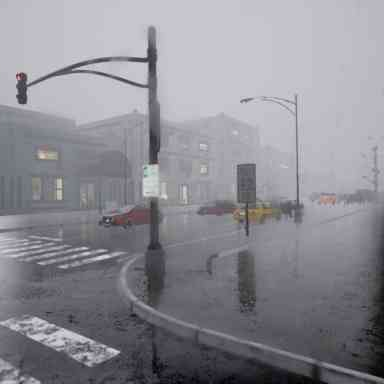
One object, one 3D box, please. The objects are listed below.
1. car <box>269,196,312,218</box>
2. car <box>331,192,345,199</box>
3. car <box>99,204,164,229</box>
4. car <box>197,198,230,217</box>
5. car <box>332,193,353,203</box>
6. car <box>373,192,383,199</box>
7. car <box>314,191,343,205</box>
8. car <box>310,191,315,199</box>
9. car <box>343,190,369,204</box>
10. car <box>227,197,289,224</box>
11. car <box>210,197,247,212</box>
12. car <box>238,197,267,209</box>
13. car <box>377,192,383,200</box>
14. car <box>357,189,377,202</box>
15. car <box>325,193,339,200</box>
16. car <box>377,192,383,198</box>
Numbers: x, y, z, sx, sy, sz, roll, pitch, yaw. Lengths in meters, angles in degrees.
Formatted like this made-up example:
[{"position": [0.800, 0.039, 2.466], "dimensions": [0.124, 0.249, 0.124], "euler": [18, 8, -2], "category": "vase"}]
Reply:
[{"position": [7.584, 1.217, 26.141], "dimensions": [2.008, 1.369, 4.403], "euler": [-1, 0, 36], "category": "car"}, {"position": [33.309, 0.743, 75.839], "dimensions": [1.967, 1.590, 4.097], "euler": [-1, 0, 36], "category": "car"}, {"position": [-3.650, 1.438, 20.531], "dimensions": [1.994, 1.385, 4.181], "euler": [-1, 0, 36], "category": "car"}, {"position": [2.207, 1.344, 28.594], "dimensions": [1.994, 1.385, 4.181], "euler": [-1, 0, 36], "category": "car"}, {"position": [24.502, 0.901, 53.873], "dimensions": [2.128, 1.511, 4.902], "euler": [-1, 0, 36], "category": "car"}, {"position": [40.089, 0.720, 70.915], "dimensions": [1.947, 1.339, 4.313], "euler": [-1, 0, 36], "category": "car"}, {"position": [19.258, 0.845, 46.649], "dimensions": [2.097, 1.767, 4.553], "euler": [-1, 0, 35], "category": "car"}, {"position": [23.555, 0.769, 62.407], "dimensions": [2.192, 1.841, 5.009], "euler": [-1, 0, 36], "category": "car"}, {"position": [22.886, 0.924, 46.457], "dimensions": [1.837, 1.490, 4.892], "euler": [-1, 0, 36], "category": "car"}, {"position": [4.433, 1.242, 21.801], "dimensions": [1.752, 1.417, 4.829], "euler": [-1, 0, 36], "category": "car"}, {"position": [3.956, 1.290, 35.405], "dimensions": [1.752, 1.417, 4.829], "euler": [-1, 0, 36], "category": "car"}, {"position": [7.307, 1.293, 40.020], "dimensions": [1.802, 1.307, 4.206], "euler": [-1, 0, 36], "category": "car"}, {"position": [33.585, 0.569, 61.959], "dimensions": [2.192, 1.841, 5.009], "euler": [-1, 0, 36], "category": "car"}, {"position": [26.979, 0.576, 52.170], "dimensions": [2.150, 2.045, 5.566], "euler": [-1, 0, 36], "category": "car"}, {"position": [30.059, 0.935, 71.362], "dimensions": [1.802, 1.307, 4.206], "euler": [-1, 0, 36], "category": "car"}, {"position": [43.165, 0.651, 75.140], "dimensions": [1.887, 1.381, 4.507], "euler": [-1, 0, 36], "category": "car"}]
